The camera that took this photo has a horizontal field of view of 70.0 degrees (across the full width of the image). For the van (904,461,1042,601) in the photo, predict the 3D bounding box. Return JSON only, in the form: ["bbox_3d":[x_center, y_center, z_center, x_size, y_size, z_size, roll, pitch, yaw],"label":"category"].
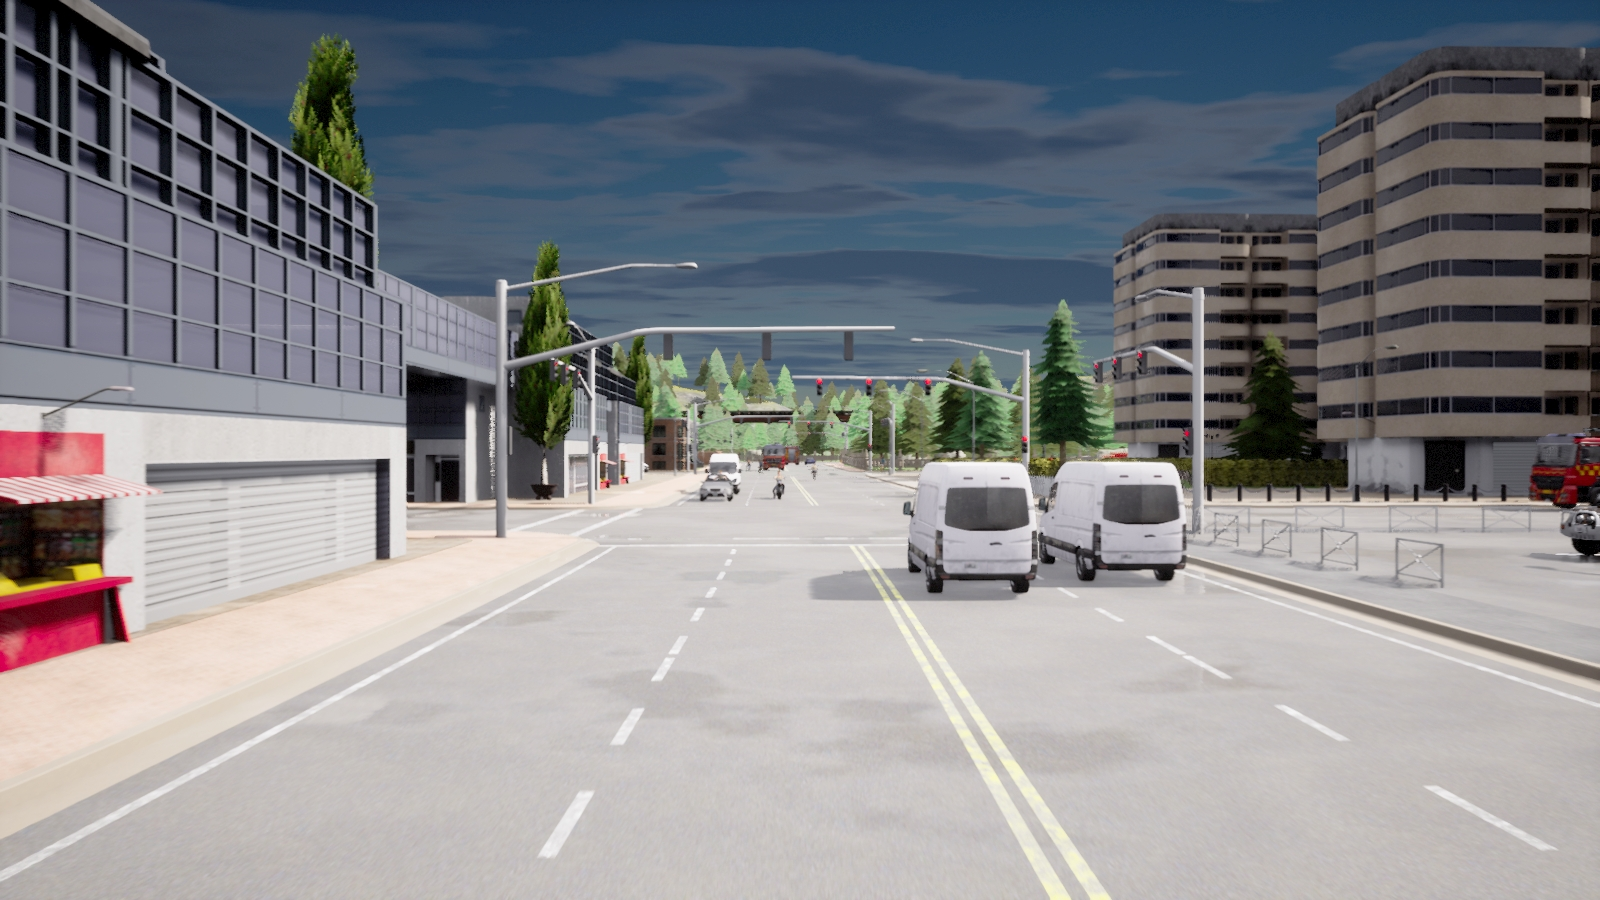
[{"bbox_3d":[3.491,1.535,24.210,1.988,2.561,5.915,0,0,0],"label":"van"}]

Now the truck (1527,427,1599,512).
[{"bbox_3d":[38.752,0.891,52.893,8.468,3.827,2.891,0,0,-2],"label":"truck"}]

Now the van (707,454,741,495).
[{"bbox_3d":[-4.889,1.536,74.000,1.988,2.561,5.915,0,0,-1],"label":"van"}]

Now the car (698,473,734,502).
[{"bbox_3d":[-4.621,2.067,63.627,1.816,1.474,4.193,0,0,-2],"label":"car"}]

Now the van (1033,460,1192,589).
[{"bbox_3d":[6.975,1.536,26.252,1.988,2.561,5.915,0,0,0],"label":"van"}]
